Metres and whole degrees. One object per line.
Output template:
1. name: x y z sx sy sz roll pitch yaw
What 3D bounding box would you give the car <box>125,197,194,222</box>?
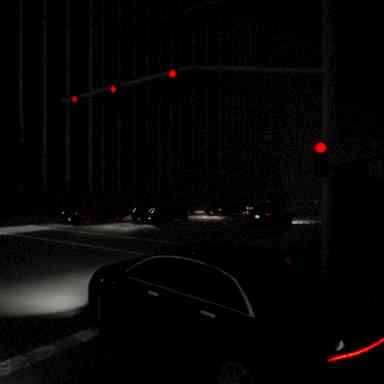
1. car: -2.227 1.237 23.936 2.097 1.767 4.553 0 0 36

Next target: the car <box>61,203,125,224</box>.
1. car: -6.776 1.472 23.595 1.895 1.301 4.718 0 0 36

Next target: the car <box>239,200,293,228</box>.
1. car: 5.143 1.477 21.895 1.994 1.385 4.181 0 0 36

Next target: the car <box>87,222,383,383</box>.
1. car: 0.188 1.488 4.777 1.837 1.490 4.892 -1 1 -42

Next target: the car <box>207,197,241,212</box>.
1. car: 3.811 1.398 38.361 1.812 1.442 4.674 0 0 36

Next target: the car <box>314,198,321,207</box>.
1. car: 18.841 1.501 46.999 1.895 1.301 4.718 0 0 36

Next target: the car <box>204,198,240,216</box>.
1. car: 3.235 1.433 31.557 2.033 1.411 5.357 0 0 35

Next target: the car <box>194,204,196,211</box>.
1. car: -1.436 1.398 31.027 1.812 1.442 4.674 0 0 36

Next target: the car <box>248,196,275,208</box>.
1. car: 9.816 1.378 46.703 1.837 1.490 4.892 0 0 36

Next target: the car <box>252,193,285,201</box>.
1. car: 9.410 1.107 40.164 2.150 2.045 5.566 0 0 36
